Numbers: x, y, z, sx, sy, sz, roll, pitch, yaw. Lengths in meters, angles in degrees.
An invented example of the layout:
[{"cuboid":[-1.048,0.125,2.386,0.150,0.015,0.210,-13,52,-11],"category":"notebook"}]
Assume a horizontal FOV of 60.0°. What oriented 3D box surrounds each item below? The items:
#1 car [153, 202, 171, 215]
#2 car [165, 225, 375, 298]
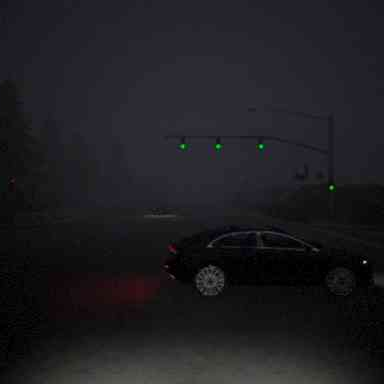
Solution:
[{"cuboid":[-3.601,1.974,40.175,1.812,1.442,4.674,0,-1,0],"category":"car"},{"cuboid":[1.788,1.576,8.149,4.902,1.511,2.128,0,-1,0],"category":"car"}]
